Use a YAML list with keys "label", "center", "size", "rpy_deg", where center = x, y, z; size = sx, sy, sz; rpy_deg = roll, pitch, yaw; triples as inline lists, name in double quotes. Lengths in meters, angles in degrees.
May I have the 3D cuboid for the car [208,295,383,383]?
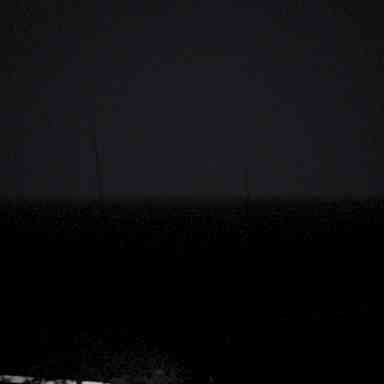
- label: "car"
  center: [2.455, 1.537, 2.710]
  size: [4.674, 1.442, 1.812]
  rpy_deg: [0, 0, 8]
